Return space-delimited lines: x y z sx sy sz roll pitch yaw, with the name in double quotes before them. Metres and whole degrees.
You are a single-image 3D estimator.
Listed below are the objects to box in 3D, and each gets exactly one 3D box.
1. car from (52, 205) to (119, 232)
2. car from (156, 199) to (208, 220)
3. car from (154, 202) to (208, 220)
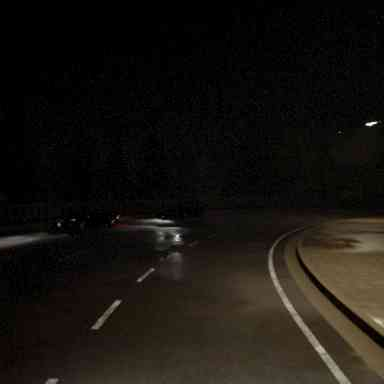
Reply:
"car" -6.643 1.623 21.298 2.128 1.511 4.902 0 0 23
"car" -0.429 1.317 26.141 1.837 1.490 4.892 0 0 33
"car" -0.932 1.742 31.164 2.033 1.411 5.357 0 0 39
